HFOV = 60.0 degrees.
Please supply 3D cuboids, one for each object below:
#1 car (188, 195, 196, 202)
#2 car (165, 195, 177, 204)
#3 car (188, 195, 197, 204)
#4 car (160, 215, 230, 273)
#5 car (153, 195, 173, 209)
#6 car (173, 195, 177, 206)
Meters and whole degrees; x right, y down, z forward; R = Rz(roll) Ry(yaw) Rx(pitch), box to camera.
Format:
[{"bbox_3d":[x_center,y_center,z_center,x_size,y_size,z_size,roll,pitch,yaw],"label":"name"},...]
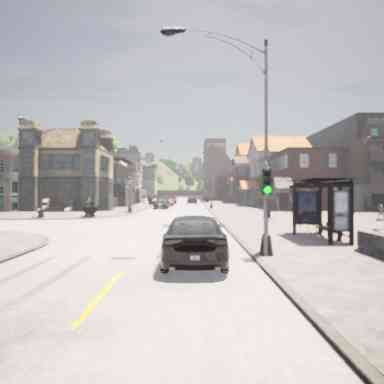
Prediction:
[{"bbox_3d":[-0.042,1.576,80.469,1.837,1.490,4.892,0,0,0],"label":"car"},{"bbox_3d":[-4.034,1.413,64.339,2.097,1.767,4.553,0,0,0],"label":"car"},{"bbox_3d":[0.065,1.541,67.091,1.882,1.535,5.008,0,0,0],"label":"car"},{"bbox_3d":[0.064,1.488,10.771,1.882,1.535,5.008,0,0,0],"label":"car"},{"bbox_3d":[-4.118,1.534,45.176,2.128,1.511,4.902,0,0,0],"label":"car"},{"bbox_3d":[-4.094,1.403,54.276,2.097,1.767,4.553,0,0,0],"label":"car"}]
